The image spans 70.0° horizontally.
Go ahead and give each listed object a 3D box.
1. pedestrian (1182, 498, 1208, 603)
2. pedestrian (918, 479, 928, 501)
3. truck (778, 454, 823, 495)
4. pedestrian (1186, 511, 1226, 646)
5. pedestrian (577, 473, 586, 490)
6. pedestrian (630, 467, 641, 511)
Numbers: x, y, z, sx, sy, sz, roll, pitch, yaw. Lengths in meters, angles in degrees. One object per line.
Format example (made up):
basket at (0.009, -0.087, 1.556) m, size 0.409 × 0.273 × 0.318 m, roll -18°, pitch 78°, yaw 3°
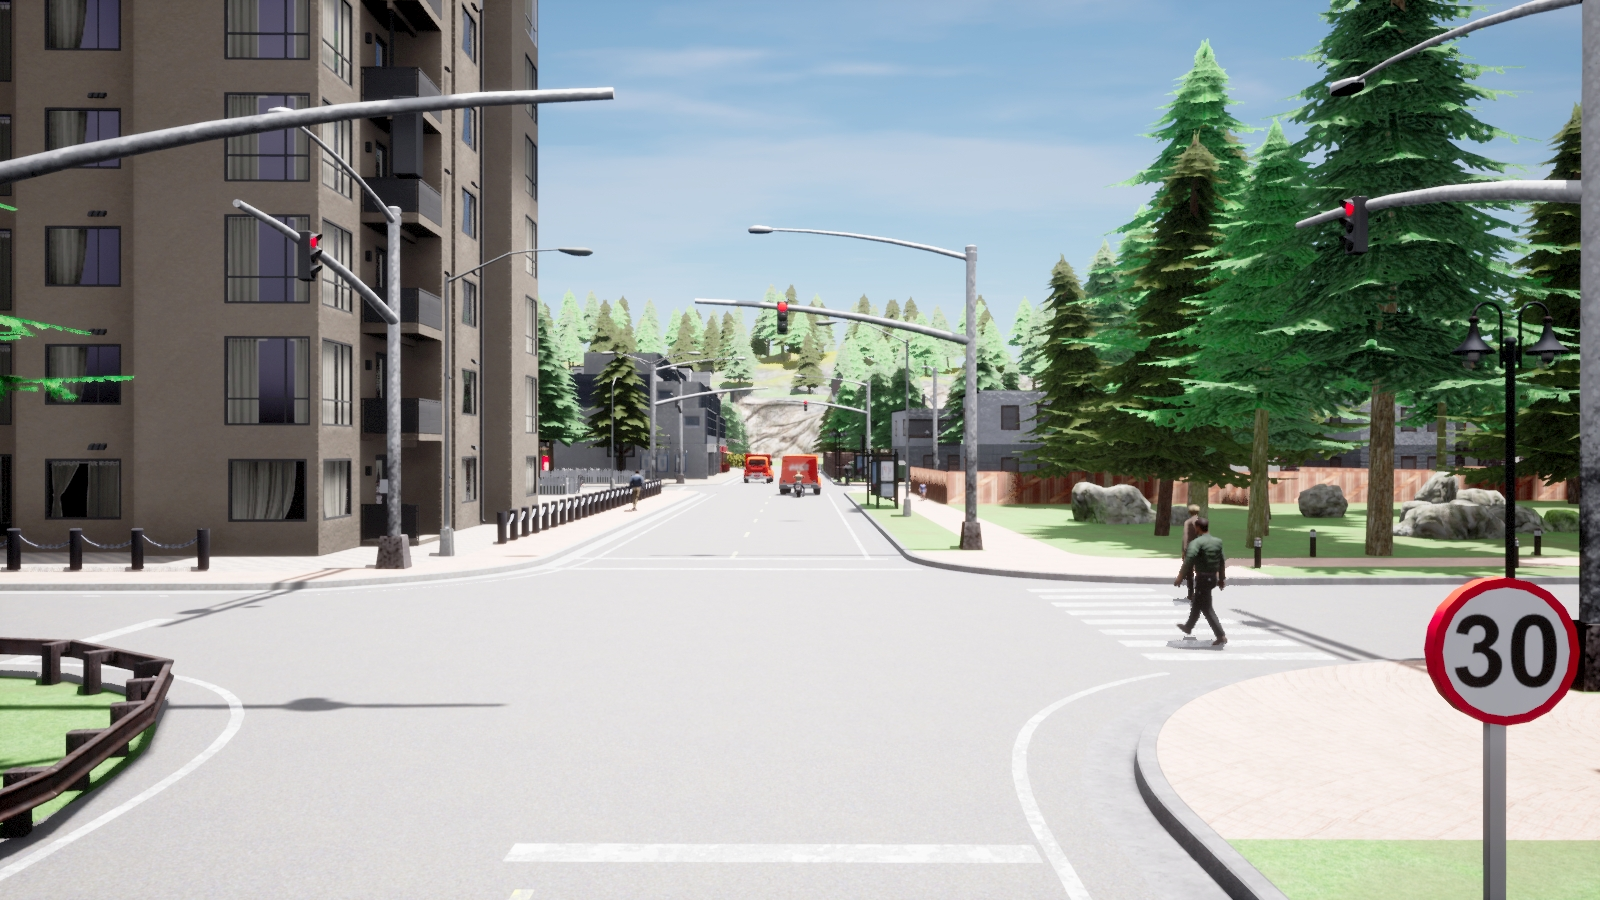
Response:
pedestrian at (7.129, 1.802, 20.619) m, size 0.375 × 1.860 × 0.375 m, roll 0°, pitch 0°, yaw 5°
pedestrian at (6.196, 2.024, 57.566) m, size 0.500 × 1.100 × 0.500 m, roll 0°, pitch 0°, yaw 1°
truck at (0.071, 1.506, 71.518) m, size 2.627 × 2.467 × 5.204 m, roll 0°, pitch 0°, yaw 3°
pedestrian at (5.758, 1.805, 16.202) m, size 0.375 × 1.860 × 0.375 m, roll 0°, pitch 0°, yaw -23°
pedestrian at (-14.239, 2.028, 74.388) m, size 0.500 × 1.100 × 0.500 m, roll 0°, pitch 0°, yaw 0°
pedestrian at (-7.030, 1.648, 48.848) m, size 0.375 × 1.860 × 0.375 m, roll 0°, pitch 0°, yaw 1°
